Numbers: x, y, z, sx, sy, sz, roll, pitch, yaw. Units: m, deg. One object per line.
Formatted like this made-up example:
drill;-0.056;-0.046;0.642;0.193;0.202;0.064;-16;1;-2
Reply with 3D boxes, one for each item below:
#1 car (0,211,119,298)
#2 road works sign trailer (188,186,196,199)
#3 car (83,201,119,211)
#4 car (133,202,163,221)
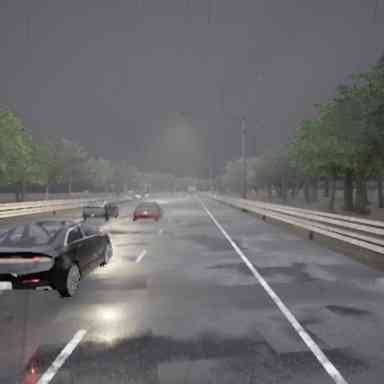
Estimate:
car;-3.400;1.467;8.421;2.128;1.511;4.902;0;0;0
road works sign trailer;-0.001;0.134;94.388;2.380;3.560;2.880;0;0;0
car;-6.899;1.415;25.537;2.128;1.511;4.902;0;0;0
car;-3.400;1.485;26.323;1.994;1.385;4.181;0;0;0
